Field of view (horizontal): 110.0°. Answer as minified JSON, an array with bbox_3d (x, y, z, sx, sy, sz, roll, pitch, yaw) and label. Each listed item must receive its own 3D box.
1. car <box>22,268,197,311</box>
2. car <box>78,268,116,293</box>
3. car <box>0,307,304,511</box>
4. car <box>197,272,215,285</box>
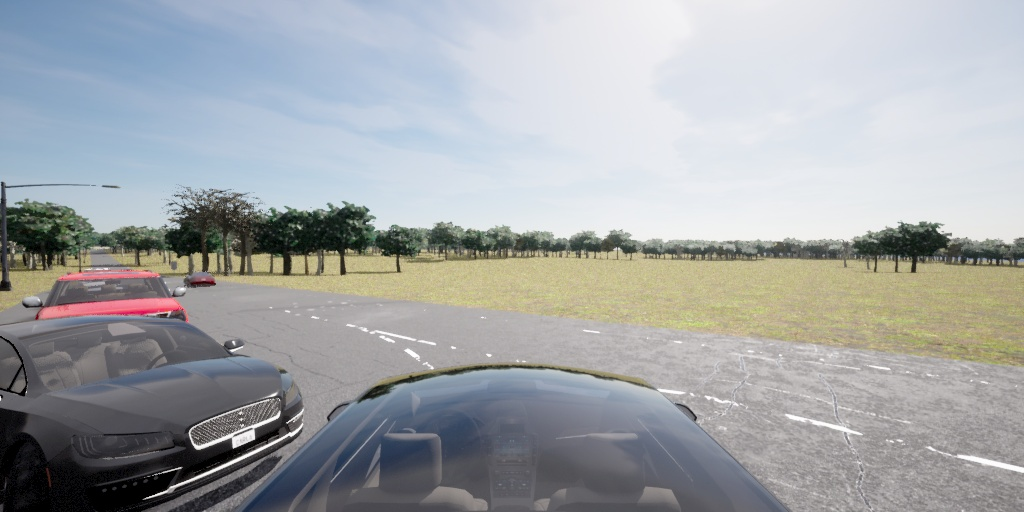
[{"bbox_3d":[-9.544,1.385,8.565,5.566,2.045,2.150,-2,0,40],"label":"car"},{"bbox_3d":[-38.608,2.174,33.406,5.566,2.045,2.150,-2,0,42],"label":"car"},{"bbox_3d":[-4.593,1.445,3.962,4.892,1.490,1.837,-3,-3,21],"label":"car"},{"bbox_3d":[-32.486,2.369,37.241,4.181,1.385,1.994,-2,0,40],"label":"car"}]
